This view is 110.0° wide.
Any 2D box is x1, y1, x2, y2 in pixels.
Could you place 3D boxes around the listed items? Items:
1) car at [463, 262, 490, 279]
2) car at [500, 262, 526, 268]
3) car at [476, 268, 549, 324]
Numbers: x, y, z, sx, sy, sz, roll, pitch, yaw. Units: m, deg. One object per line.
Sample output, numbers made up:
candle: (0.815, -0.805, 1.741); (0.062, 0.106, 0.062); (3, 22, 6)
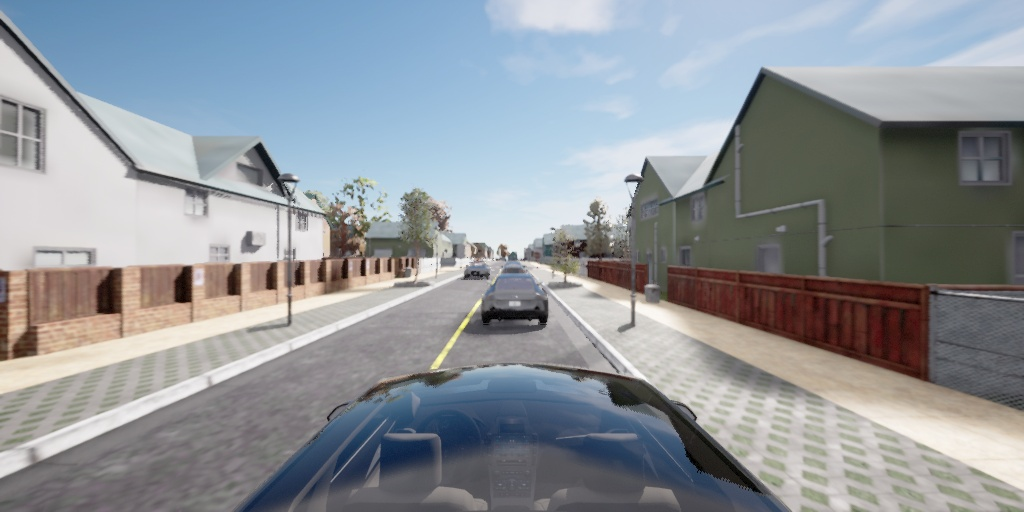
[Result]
car: (-2.823, 1.173, 29.754); (1.994, 1.385, 4.181); (0, 0, 0)
car: (0.093, 1.144, 27.557); (1.812, 1.442, 4.674); (0, 0, 0)
car: (0.084, 1.256, 11.716); (1.994, 1.385, 4.181); (0, 0, 0)
